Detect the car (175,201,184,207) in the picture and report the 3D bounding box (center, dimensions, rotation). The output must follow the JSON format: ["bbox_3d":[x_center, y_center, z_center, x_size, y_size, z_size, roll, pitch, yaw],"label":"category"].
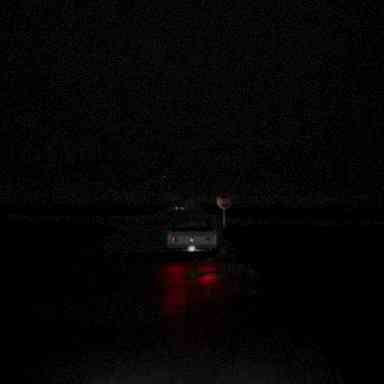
[{"bbox_3d":[-2.748,2.617,74.343,2.033,1.411,5.357,0,-1,0],"label":"car"}]

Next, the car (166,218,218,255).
[{"bbox_3d":[0.002,1.758,14.113,1.895,1.301,4.718,0,-1,0],"label":"car"}]
